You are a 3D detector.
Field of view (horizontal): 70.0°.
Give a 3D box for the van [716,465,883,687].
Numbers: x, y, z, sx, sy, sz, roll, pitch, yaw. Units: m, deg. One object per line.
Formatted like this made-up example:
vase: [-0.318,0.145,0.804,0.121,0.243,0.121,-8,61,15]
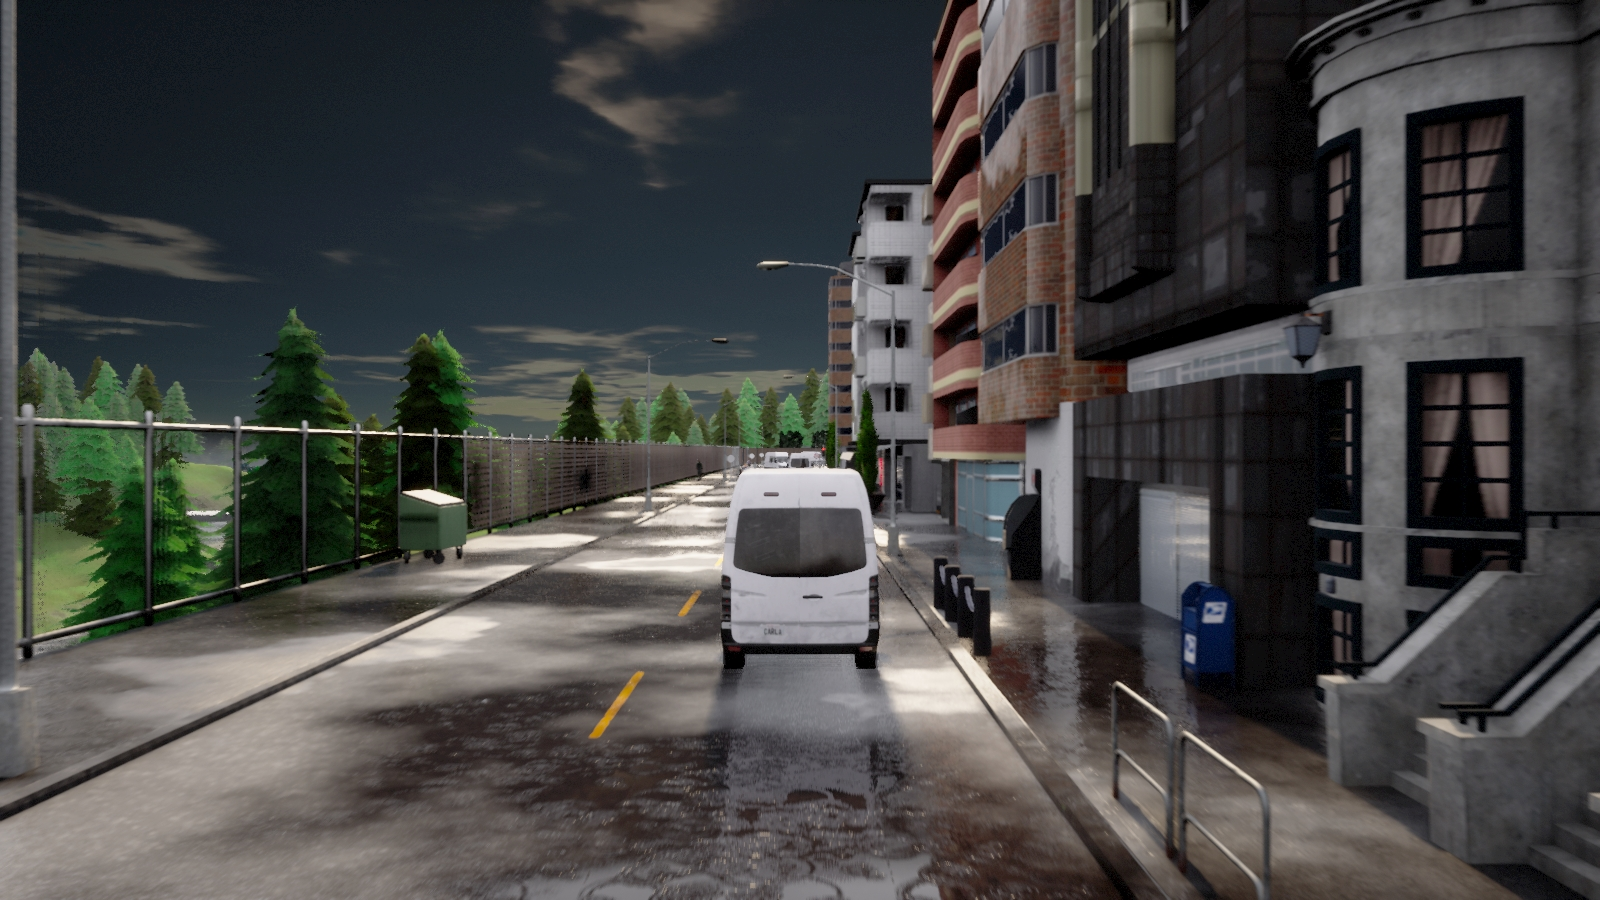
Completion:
van: [-0.005,1.534,16.511,1.988,2.561,5.915,0,0,0]
